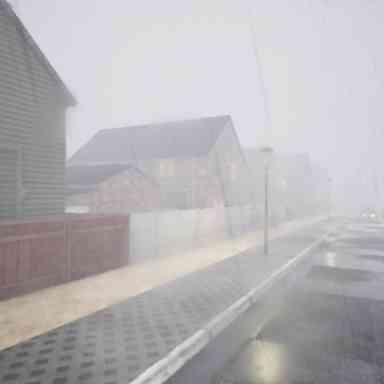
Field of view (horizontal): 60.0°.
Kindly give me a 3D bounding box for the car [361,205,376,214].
[{"bbox_3d":[28.090,2.803,52.948,1.994,1.385,4.181,0,-1,28],"label":"car"}]
